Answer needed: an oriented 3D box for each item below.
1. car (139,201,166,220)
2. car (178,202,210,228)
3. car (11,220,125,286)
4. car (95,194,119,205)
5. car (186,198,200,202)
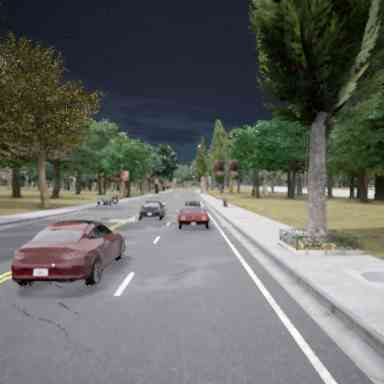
[{"bbox_3d":[-3.137,1.444,26.944,1.812,1.442,4.674,0,0,0],"label":"car"},{"bbox_3d":[0.101,1.541,21.502,1.895,1.301,4.718,0,0,0],"label":"car"},{"bbox_3d":[-3.149,1.502,9.223,1.812,1.442,4.674,0,0,0],"label":"car"},{"bbox_3d":[-9.751,0.946,38.599,1.882,1.535,5.008,0,0,0],"label":"car"},{"bbox_3d":[0.100,1.425,42.189,1.895,1.301,4.718,0,0,0],"label":"car"}]
